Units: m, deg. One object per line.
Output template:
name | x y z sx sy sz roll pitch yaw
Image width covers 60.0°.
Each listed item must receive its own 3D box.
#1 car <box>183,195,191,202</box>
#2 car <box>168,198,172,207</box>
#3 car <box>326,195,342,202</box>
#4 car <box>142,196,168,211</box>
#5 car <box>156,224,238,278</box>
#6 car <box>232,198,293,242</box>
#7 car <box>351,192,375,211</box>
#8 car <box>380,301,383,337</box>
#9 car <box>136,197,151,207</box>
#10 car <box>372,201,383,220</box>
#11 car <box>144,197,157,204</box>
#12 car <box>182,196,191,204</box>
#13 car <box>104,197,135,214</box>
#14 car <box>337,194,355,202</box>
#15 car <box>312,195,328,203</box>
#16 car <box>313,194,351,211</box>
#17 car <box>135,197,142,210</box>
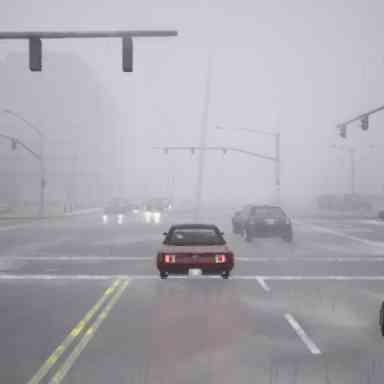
car | -1.190 1.599 78.268 1.882 1.535 5.008 0 0 0
car | -4.574 1.430 50.192 2.097 1.767 4.553 0 0 0
car | 30.779 1.476 72.328 1.784 1.438 3.905 0 0 0
car | -4.529 1.555 41.150 2.128 1.511 4.902 0 0 0
car | 0.049 1.617 10.140 1.895 1.301 4.718 0 0 -1
car | 3.327 1.378 16.609 2.097 1.767 4.553 0 0 -3
car | 19.521 1.218 39.722 1.905 1.878 3.866 0 0 0
car | 3.599 1.510 2.800 1.837 1.490 4.892 0 0 0
car | -8.075 1.612 55.561 1.812 1.442 4.674 0 0 0
car | 16.656 1.604 25.534 4.181 1.385 1.994 0 0 1
car | -8.102 1.665 65.573 1.994 1.385 4.181 0 0 0
car | -1.119 1.631 68.071 1.812 1.442 4.674 0 0 0
car | -8.064 1.408 36.385 2.097 1.767 4.553 0 0 1
car | 33.462 1.266 72.388 1.932 1.855 4.605 0 0 0
car | 27.884 1.508 72.319 1.970 1.475 3.806 0 0 0
car | 16.626 1.215 39.766 1.932 1.855 4.605 0 0 0
car | -8.054 1.548 45.555 1.882 1.535 5.008 0 0 0
